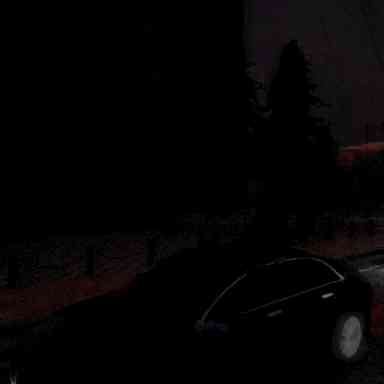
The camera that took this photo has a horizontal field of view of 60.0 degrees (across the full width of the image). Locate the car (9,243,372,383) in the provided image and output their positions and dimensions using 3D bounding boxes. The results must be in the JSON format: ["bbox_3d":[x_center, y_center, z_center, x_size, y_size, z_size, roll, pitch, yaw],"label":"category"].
[{"bbox_3d":[0.428,1.501,4.278,4.892,1.490,1.837,0,0,-35],"label":"car"}]
